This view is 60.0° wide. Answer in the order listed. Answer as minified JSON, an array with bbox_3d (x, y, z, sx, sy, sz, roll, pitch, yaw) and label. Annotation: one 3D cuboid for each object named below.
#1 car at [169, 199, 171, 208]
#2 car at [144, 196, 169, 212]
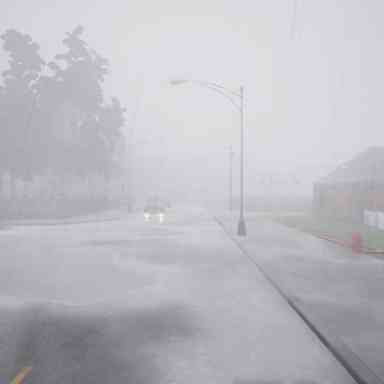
[{"bbox_3d":[-4.185,1.352,48.161,2.097,1.767,4.553,0,0,0],"label":"car"},{"bbox_3d":[-4.183,1.352,37.909,2.097,1.767,4.553,0,0,0],"label":"car"}]
